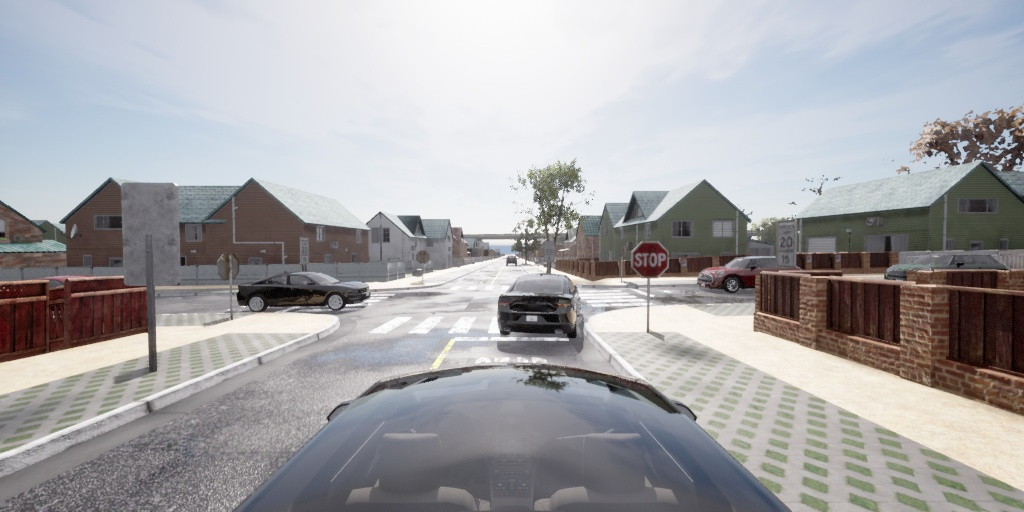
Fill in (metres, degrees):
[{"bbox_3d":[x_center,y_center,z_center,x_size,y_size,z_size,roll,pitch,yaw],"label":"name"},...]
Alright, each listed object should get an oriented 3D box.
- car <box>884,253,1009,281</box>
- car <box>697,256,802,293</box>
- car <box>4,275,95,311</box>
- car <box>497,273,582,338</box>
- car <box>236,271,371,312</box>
[{"bbox_3d":[21.685,0.646,18.006,4.553,1.767,2.097,-1,2,0],"label":"car"},{"bbox_3d":[11.790,0.820,17.924,4.553,1.767,2.097,-1,2,0],"label":"car"},{"bbox_3d":[-18.035,1.546,14.747,5.008,1.535,1.882,-1,2,0],"label":"car"},{"bbox_3d":[0.949,1.224,10.303,1.882,1.535,5.008,0,0,12],"label":"car"},{"bbox_3d":[-8.482,1.376,14.820,5.008,1.535,1.882,-1,2,0],"label":"car"}]
